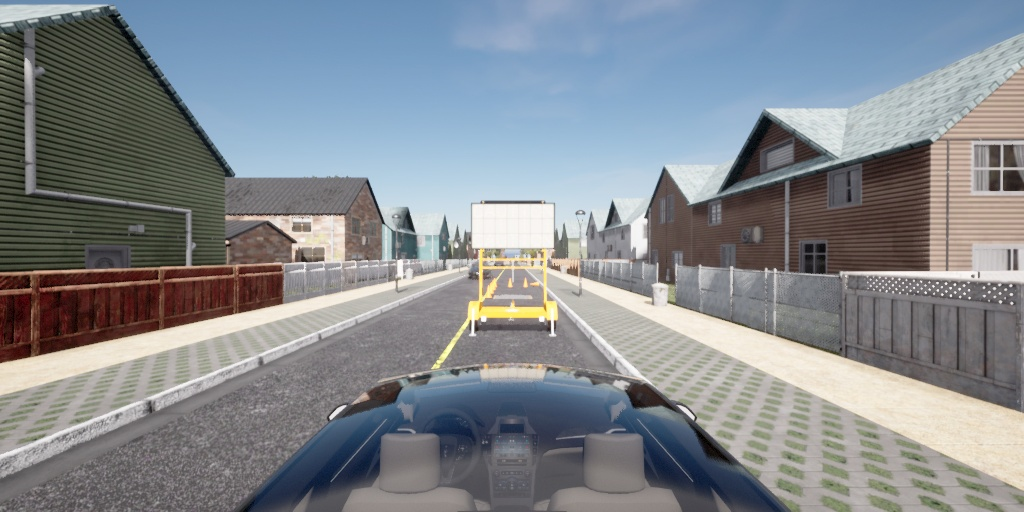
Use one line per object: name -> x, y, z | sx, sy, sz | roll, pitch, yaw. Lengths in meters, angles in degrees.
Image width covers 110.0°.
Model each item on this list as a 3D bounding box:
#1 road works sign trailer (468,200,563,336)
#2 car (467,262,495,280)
road works sign trailer -> 0.029, 0.214, 10.350 | 2.380, 3.560, 2.880 | 0, 0, 1
car -> -2.777, 1.293, 31.656 | 1.837, 1.490, 4.892 | 0, 0, 0
